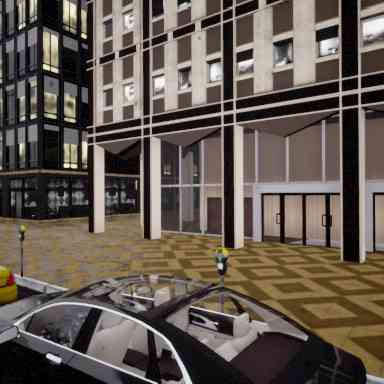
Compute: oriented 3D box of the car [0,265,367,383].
[{"bbox_3d":[-0.650,1.551,3.346,4.403,1.369,2.008,0,0,36],"label":"car"}]
